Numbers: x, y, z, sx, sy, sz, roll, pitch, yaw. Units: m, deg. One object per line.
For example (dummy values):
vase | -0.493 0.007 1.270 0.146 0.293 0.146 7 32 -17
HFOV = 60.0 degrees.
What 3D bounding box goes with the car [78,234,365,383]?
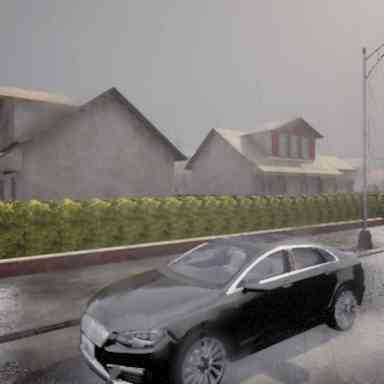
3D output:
car | 0.803 1.474 5.207 4.902 1.511 2.128 0 0 -36
